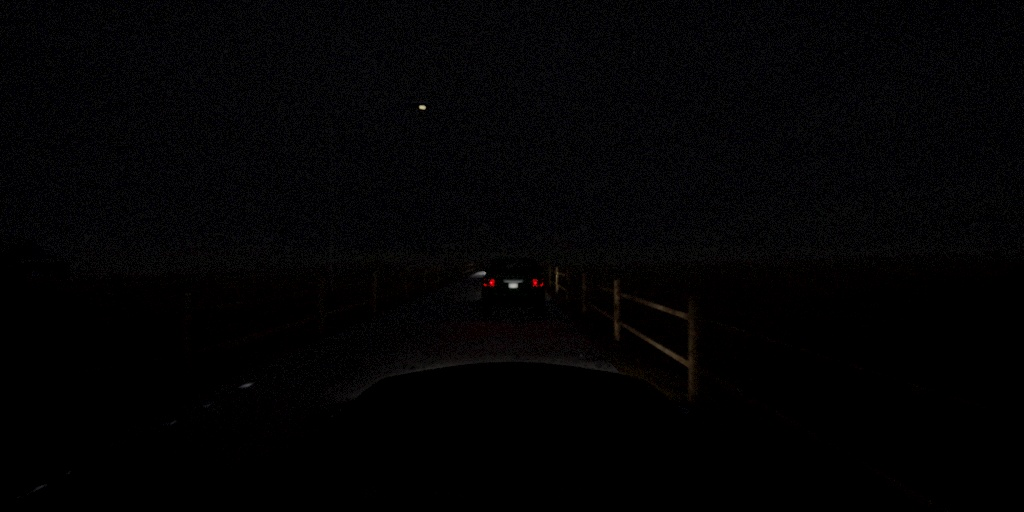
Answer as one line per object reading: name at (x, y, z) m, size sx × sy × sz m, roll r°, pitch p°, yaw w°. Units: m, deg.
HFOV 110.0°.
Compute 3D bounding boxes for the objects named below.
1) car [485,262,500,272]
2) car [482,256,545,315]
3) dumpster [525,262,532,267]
car at (-2.830, 1.563, 51.854) m, size 1.895 × 1.301 × 4.718 m, roll 0°, pitch 0°, yaw 0°
car at (0.063, 1.028, 13.989) m, size 2.150 × 2.045 × 5.566 m, roll 0°, pitch 0°, yaw 0°
dumpster at (3.126, 1.379, 62.367) m, size 1.020 × 1.700 × 1.940 m, roll 0°, pitch 0°, yaw 0°
